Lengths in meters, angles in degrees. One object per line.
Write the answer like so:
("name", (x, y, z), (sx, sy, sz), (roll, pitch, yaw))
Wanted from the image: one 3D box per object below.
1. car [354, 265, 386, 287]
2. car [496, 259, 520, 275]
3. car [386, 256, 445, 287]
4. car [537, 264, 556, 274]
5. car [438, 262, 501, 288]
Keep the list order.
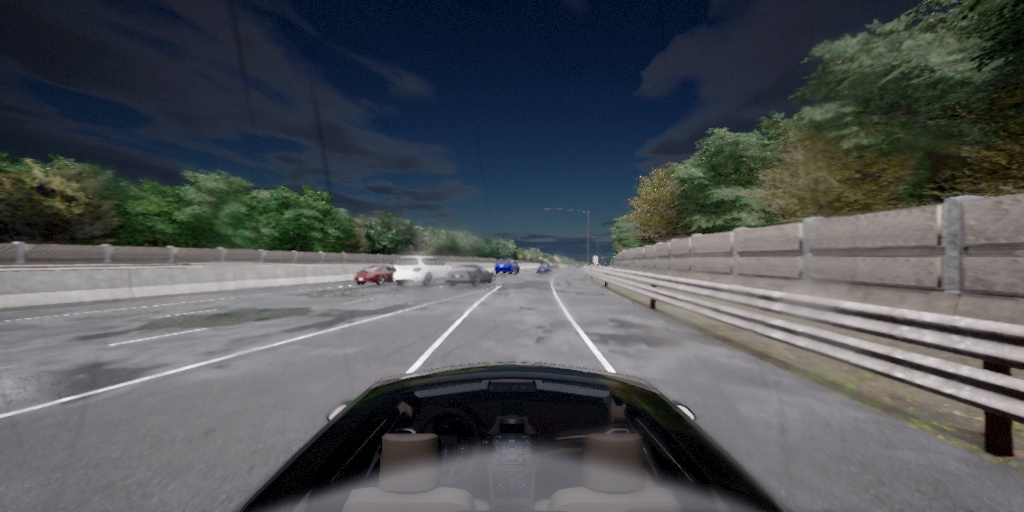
("car", (-9.444, 1.397, 26.029), (1.812, 1.442, 4.674), (0, -1, 15))
("car", (-0.573, 1.376, 45.641), (2.150, 2.045, 5.566), (0, -1, 15))
("car", (-6.082, 1.052, 25.144), (2.150, 2.045, 5.566), (-1, -1, 15))
("car", (4.870, 1.848, 52.436), (1.812, 1.442, 4.674), (0, -1, 15))
("car", (-2.690, 1.322, 24.222), (2.033, 1.411, 5.357), (0, -1, 15))
